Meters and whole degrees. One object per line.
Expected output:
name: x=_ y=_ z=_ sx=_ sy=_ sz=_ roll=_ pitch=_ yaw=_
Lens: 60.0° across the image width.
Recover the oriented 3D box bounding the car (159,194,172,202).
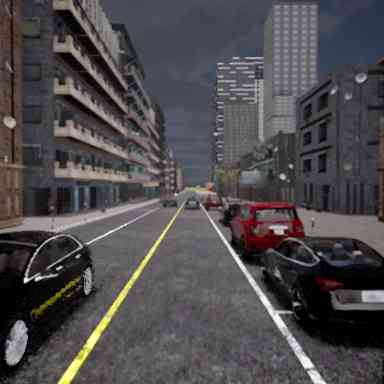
car: x=-5.715 y=1.441 z=68.256 sx=1.802 sy=1.307 sz=4.206 roll=-1 pitch=0 yaw=0

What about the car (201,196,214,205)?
car: x=2.671 y=1.436 z=57.143 sx=2.008 sy=1.369 sz=4.403 roll=-1 pitch=0 yaw=0

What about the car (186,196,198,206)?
car: x=-0.010 y=1.371 z=53.394 sx=1.882 sy=1.535 sz=5.008 roll=0 pitch=0 yaw=0

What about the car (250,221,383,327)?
car: x=2.642 y=1.554 z=6.926 sx=1.947 sy=1.339 sz=4.313 roll=-1 pitch=0 yaw=0

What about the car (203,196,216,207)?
car: x=2.658 y=1.423 z=51.734 sx=1.752 sy=1.417 sz=4.829 roll=-1 pitch=0 yaw=0

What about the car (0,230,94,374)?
car: x=-3.101 y=1.495 z=5.650 sx=1.837 sy=1.490 sz=4.892 roll=0 pitch=0 yaw=0

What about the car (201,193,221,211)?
car: x=2.632 y=1.237 z=40.403 sx=2.192 sy=1.841 sz=5.009 roll=-1 pitch=0 yaw=0

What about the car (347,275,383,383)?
car: x=2.643 y=1.564 z=1.346 sx=1.947 sy=1.339 sz=4.313 roll=-1 pitch=0 yaw=0

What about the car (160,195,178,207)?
car: x=-3.088 y=1.471 z=47.785 sx=1.994 sy=1.385 sz=4.181 roll=0 pitch=0 yaw=0

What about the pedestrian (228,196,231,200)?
pedestrian: x=2.995 y=1.245 z=26.672 sx=0.375 sy=1.860 sz=0.375 roll=-1 pitch=1 yaw=0

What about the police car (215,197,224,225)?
police car: x=2.996 y=1.382 z=23.679 sx=1.930 sy=1.638 sz=5.238 roll=0 pitch=0 yaw=0

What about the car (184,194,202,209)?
car: x=0.052 y=1.407 z=42.816 sx=2.128 sy=1.511 sz=4.902 roll=0 pitch=0 yaw=0

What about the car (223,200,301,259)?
car: x=2.636 y=1.293 z=12.505 sx=2.192 sy=1.841 sz=5.009 roll=-1 pitch=0 yaw=0
